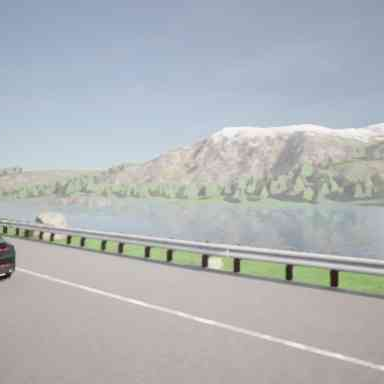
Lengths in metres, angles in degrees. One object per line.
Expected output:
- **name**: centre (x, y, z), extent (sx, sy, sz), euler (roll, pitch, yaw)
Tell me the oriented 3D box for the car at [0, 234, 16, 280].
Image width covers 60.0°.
- **car**: centre (-6.601, 1.571, 9.042), extent (4.892, 1.490, 1.837), euler (0, 0, 38)
